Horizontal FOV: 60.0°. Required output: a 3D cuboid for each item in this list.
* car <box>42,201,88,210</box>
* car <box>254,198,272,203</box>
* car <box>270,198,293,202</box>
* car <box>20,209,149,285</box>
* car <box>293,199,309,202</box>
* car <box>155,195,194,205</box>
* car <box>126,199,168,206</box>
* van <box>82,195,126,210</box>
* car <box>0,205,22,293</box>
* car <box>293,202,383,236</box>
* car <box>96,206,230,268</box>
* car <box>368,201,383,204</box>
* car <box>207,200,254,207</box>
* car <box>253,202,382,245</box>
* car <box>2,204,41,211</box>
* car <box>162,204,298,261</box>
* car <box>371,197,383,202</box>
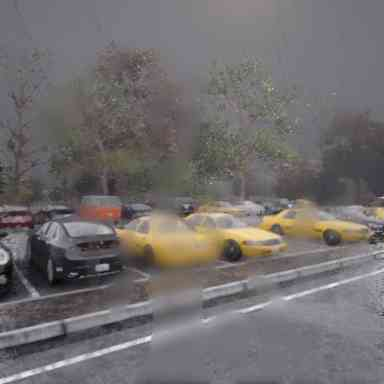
[{"bbox_3d":[-8.829,1.497,21.899,2.163,1.488,4.792,0,0,-35],"label":"car"},{"bbox_3d":[4.861,1.564,31.540,2.002,1.452,4.674,0,0,-35],"label":"car"},{"bbox_3d":[7.139,1.565,33.117,2.163,1.488,4.792,0,0,-35],"label":"car"},{"bbox_3d":[-3.454,1.473,9.637,2.231,1.521,4.892,0,0,-35],"label":"car"},{"bbox_3d":[9.264,1.420,34.694,2.185,1.767,4.553,0,0,-35],"label":"car"},{"bbox_3d":[-1.941,1.240,26.768,2.435,2.045,5.566,0,0,-35],"label":"car"},{"bbox_3d":[-4.170,1.510,25.123,2.163,1.488,4.792,0,0,-35],"label":"car"},{"bbox_3d":[-6.616,1.246,23.571,1.878,1.987,4.442,0,0,-35],"label":"van"},{"bbox_3d":[-5.745,1.354,8.063,2.185,1.767,4.553,0,0,-35],"label":"car"},{"bbox_3d":[7.863,1.507,17.654,2.231,1.521,4.892,0,0,-35],"label":"car"},{"bbox_3d":[-1.305,1.468,11.391,1.946,1.575,5.366,0,0,-35],"label":"car"},{"bbox_3d":[10.027,1.514,19.403,1.946,1.575,5.366,0,0,-35],"label":"car"},{"bbox_3d":[2.705,1.510,29.791,1.946,1.575,5.366,0,0,-35],"label":"car"},{"bbox_3d":[5.708,1.493,15.895,1.946,1.575,5.366,0,0,-35],"label":"car"},{"bbox_3d":[-10.984,1.498,20.375,2.163,1.488,4.792,0,0,-35],"label":"car"},{"bbox_3d":[1.075,1.473,12.620,1.946,1.575,5.366,0,0,-35],"label":"car"},{"bbox_3d":[12.385,1.277,20.879,2.435,2.045,5.566,0,0,-35],"label":"car"}]
